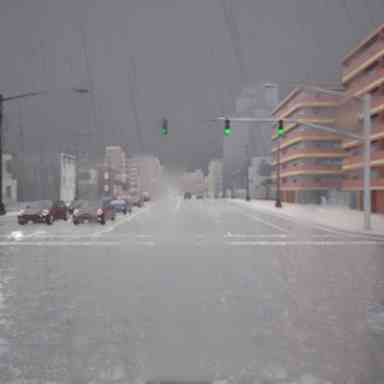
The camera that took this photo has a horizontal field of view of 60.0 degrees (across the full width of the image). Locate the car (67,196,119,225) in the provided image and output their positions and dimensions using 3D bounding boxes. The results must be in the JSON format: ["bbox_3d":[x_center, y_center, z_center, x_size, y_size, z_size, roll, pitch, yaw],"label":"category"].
[{"bbox_3d":[-6.948,1.318,23.982,2.097,1.767,4.553,0,1,-1],"label":"car"}]

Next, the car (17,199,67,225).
[{"bbox_3d":[-10.441,1.317,23.664,2.097,1.767,4.553,0,0,-1],"label":"car"}]

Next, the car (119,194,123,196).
[{"bbox_3d":[-10.820,1.273,43.163,2.033,1.411,5.357,0,1,-1],"label":"car"}]

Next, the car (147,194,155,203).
[{"bbox_3d":[-7.537,1.008,57.540,1.882,1.535,5.008,0,1,-1],"label":"car"}]

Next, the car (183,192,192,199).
[{"bbox_3d":[-1.228,1.073,93.120,2.150,2.045,5.566,0,-2,-1],"label":"car"}]

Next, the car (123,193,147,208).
[{"bbox_3d":[-7.316,1.240,42.951,1.837,1.490,4.892,0,1,-1],"label":"car"}]

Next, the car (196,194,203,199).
[{"bbox_3d":[2.256,1.409,93.945,1.812,1.442,4.674,0,-2,-1],"label":"car"}]

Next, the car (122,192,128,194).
[{"bbox_3d":[-11.019,0.904,55.452,2.097,1.767,4.553,0,1,-1],"label":"car"}]

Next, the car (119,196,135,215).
[{"bbox_3d":[-7.123,1.402,32.857,1.812,1.442,4.674,0,1,-1],"label":"car"}]

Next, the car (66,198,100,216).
[{"bbox_3d":[-10.624,1.374,32.801,1.837,1.490,4.892,0,1,-1],"label":"car"}]
